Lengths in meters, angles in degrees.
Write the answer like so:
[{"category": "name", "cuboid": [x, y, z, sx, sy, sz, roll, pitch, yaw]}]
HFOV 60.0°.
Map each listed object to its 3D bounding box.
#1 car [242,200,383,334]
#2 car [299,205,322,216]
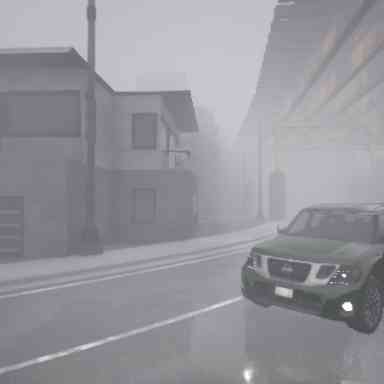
[{"category": "car", "cuboid": [3.378, 1.290, 7.383, 2.150, 2.045, 5.566, 0, -1, 43]}, {"category": "car", "cuboid": [16.754, 2.584, 47.232, 1.994, 1.385, 4.181, 0, -1, 4]}]
